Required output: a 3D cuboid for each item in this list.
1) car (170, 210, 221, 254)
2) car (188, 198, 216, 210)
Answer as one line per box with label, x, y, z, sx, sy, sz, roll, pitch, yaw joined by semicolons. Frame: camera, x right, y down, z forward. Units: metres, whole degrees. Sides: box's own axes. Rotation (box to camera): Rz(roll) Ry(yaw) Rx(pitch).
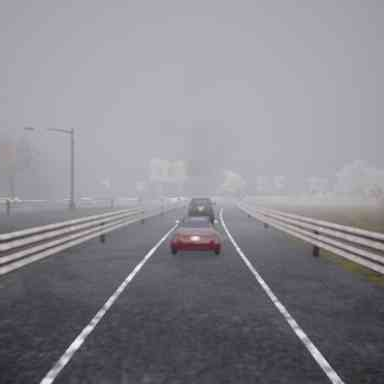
car;0.191;1.698;14.230;1.994;1.385;4.181;0;0;2
car;0.854;1.487;28.858;2.150;2.045;5.566;0;0;4
